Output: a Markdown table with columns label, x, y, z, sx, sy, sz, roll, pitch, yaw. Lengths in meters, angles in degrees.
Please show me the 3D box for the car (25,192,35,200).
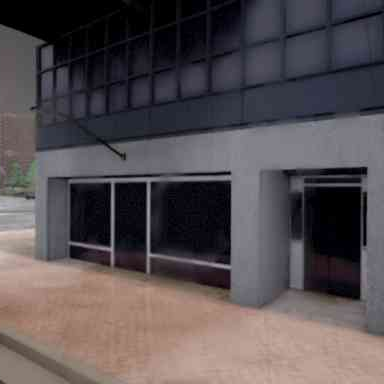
| label | x | y | z | sx | sy | sz | roll | pitch | yaw |
| --- | --- | --- | --- | --- | --- | --- | --- | --- | --- |
| car | -30.477 | 0.713 | 64.857 | 4.605 | 1.855 | 1.932 | 0 | 0 | 35 |
